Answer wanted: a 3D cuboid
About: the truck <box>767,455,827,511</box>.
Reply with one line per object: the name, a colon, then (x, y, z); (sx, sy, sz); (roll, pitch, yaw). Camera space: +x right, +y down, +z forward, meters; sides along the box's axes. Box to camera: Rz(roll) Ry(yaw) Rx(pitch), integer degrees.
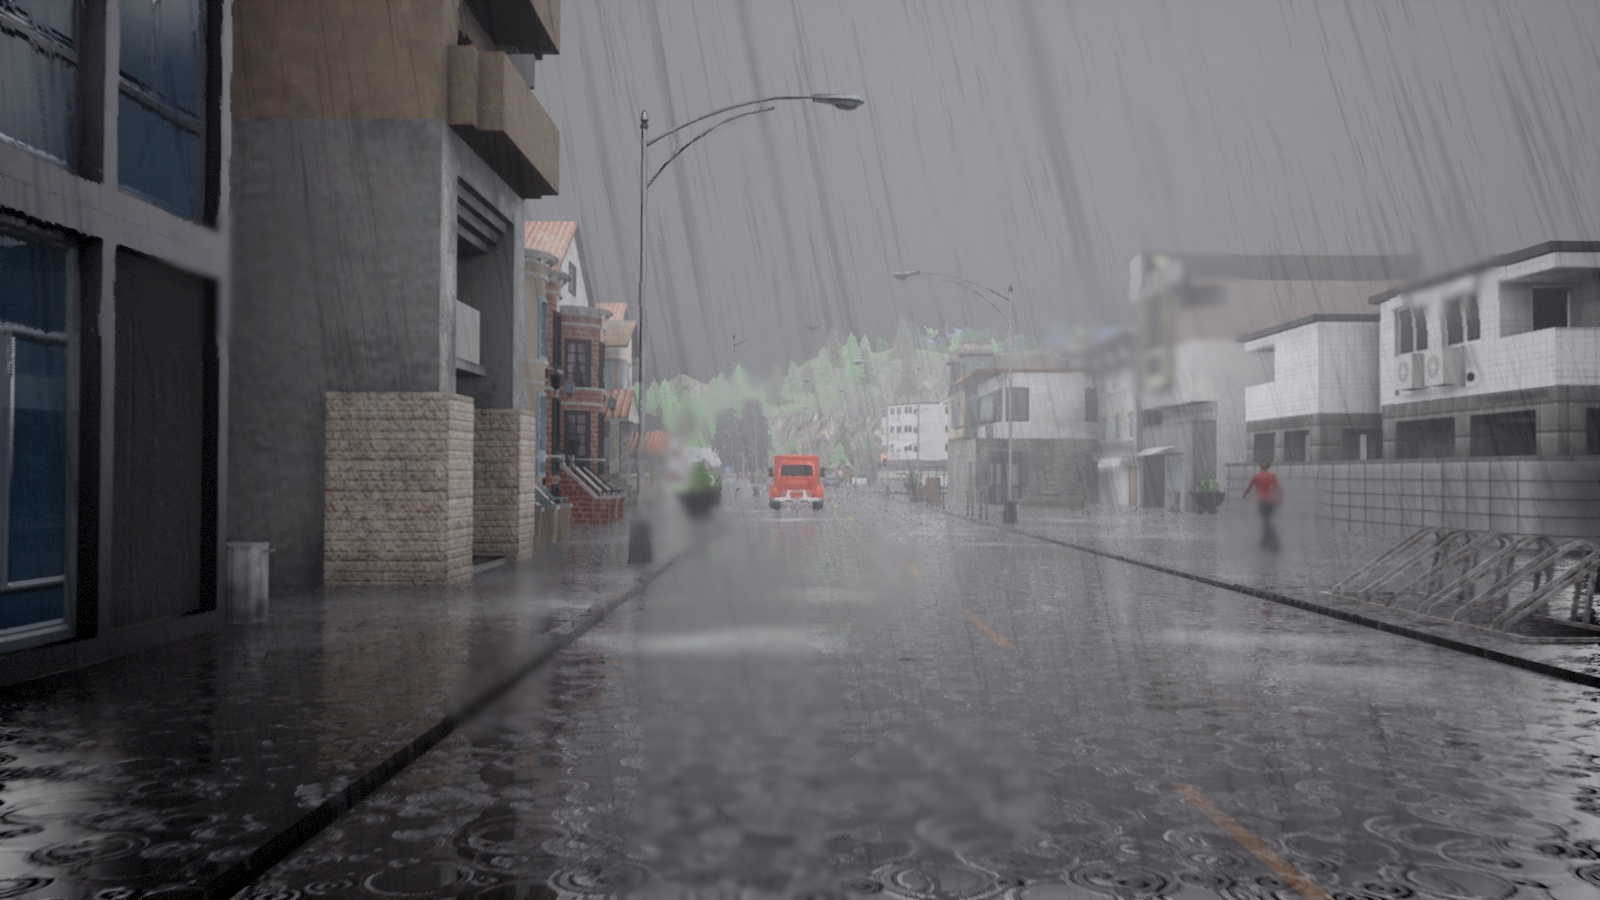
truck: (-0.143, 1.492, 57.739); (2.627, 2.467, 5.204); (0, -1, 0)
